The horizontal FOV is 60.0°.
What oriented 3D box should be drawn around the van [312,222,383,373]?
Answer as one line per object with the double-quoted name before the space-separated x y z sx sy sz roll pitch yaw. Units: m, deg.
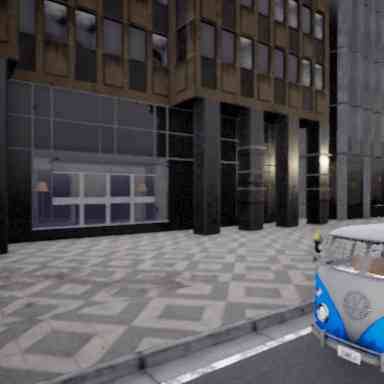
"van" 3.508 1.334 5.010 3.998 1.788 1.690 0 0 -35
